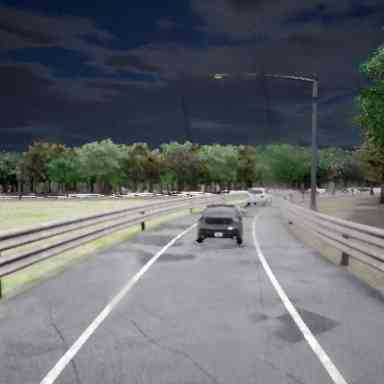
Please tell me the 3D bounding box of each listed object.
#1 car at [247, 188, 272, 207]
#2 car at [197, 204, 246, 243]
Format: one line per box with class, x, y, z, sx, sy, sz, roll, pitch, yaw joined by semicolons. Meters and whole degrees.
car;7.951;0.585;38.954;2.150;2.045;5.566;1;1;23
car;1.329;1.290;14.910;1.837;1.490;4.892;0;2;8
